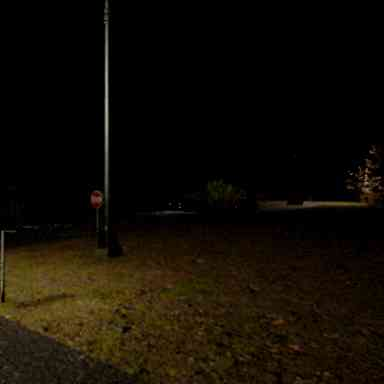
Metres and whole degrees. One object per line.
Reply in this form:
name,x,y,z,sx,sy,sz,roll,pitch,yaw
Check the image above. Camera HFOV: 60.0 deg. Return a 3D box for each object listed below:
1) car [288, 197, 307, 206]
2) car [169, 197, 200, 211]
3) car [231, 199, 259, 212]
car,18.281,1.663,58.717,1.882,1.535,5.008,1,0,30
car,-0.958,1.408,42.056,2.097,1.767,4.553,0,-1,34
car,6.493,1.606,40.577,1.882,1.535,5.008,0,0,34
